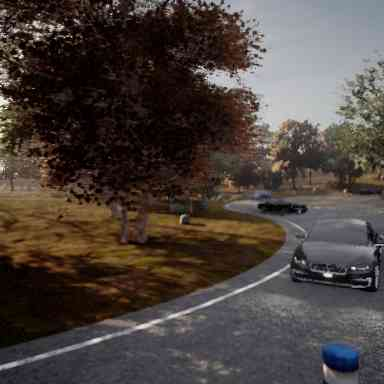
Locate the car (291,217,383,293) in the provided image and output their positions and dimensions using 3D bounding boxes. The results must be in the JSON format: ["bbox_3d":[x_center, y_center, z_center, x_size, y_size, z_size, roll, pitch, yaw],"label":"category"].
[{"bbox_3d":[4.161,1.527,9.251,1.837,1.490,4.892,0,1,31],"label":"car"}]

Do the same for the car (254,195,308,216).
[{"bbox_3d":[7.711,1.224,28.601,1.895,1.301,4.718,-2,1,-24],"label":"car"}]

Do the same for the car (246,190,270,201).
[{"bbox_3d":[9.971,0.475,50.290,2.097,1.767,4.553,0,2,39],"label":"car"}]

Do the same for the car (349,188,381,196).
[{"bbox_3d":[30.460,-0.041,58.732,4.718,1.301,1.895,-1,1,9],"label":"car"}]
